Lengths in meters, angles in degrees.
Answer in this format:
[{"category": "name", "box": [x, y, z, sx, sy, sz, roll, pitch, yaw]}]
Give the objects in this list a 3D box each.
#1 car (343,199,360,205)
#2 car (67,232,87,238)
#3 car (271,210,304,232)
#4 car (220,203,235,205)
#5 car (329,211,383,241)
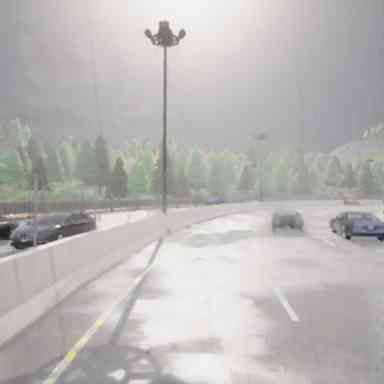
[{"category": "car", "box": [37.393, 2.317, 78.030, 5.008, 1.535, 1.882, 1, -1, -37]}, {"category": "car", "box": [-5.996, 1.623, 14.965, 1.837, 1.490, 4.892, 0, -1, 9]}, {"category": "car", "box": [6.143, 1.821, 21.742, 1.895, 1.301, 4.718, 0, -1, 13]}, {"category": "car", "box": [6.856, 1.913, 58.708, 2.097, 1.767, 4.553, 0, -1, 33]}, {"category": "car", "box": [8.900, 1.744, 18.102, 2.033, 1.411, 5.357, 0, -1, 11]}]
